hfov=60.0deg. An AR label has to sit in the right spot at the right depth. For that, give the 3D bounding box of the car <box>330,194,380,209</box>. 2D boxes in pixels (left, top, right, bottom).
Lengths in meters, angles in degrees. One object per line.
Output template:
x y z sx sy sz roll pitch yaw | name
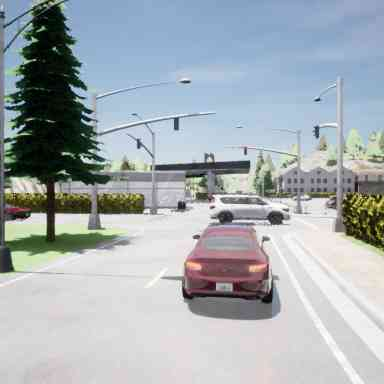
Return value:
19.053 1.340 38.882 4.514 1.523 2.007 0 0 9 | car

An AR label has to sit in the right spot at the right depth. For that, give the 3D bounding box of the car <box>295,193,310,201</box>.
24.846 1.361 75.825 3.806 1.475 1.970 0 0 9 | car

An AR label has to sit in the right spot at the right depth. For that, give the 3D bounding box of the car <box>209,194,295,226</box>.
3.938 1.220 23.143 5.566 2.045 2.150 0 0 9 | car

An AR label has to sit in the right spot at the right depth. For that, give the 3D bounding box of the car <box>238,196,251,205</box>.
9.335 1.491 59.206 2.128 1.511 4.902 0 0 9 | car

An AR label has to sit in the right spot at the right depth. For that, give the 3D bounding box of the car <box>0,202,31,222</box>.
-15.162 1.477 26.051 5.008 1.535 1.882 0 0 9 | car

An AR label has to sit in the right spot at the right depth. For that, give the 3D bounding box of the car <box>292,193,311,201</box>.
25.973 1.077 79.012 3.866 1.878 1.905 0 0 9 | car

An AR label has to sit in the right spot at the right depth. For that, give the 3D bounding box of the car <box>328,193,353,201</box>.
33.225 1.097 74.526 4.605 1.855 1.932 0 0 9 | car

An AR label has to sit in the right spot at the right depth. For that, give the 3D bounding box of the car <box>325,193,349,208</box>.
19.495 1.330 41.988 5.027 1.636 2.152 0 0 9 | car

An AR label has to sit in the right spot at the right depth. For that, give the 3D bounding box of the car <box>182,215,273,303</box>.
0.932 1.526 8.188 1.812 1.442 4.674 0 0 9 | car
